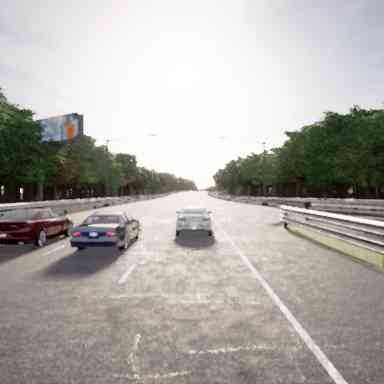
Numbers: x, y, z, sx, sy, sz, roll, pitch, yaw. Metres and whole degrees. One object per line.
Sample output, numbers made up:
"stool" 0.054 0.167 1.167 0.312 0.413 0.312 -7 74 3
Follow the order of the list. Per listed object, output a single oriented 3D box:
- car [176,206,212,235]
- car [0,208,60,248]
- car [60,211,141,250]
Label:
"car" 0.100 1.483 18.240 1.812 1.442 4.674 0 0 0
"car" -6.901 1.441 14.678 1.882 1.535 5.008 0 0 0
"car" -3.401 1.512 13.999 2.033 1.411 5.357 0 0 0
